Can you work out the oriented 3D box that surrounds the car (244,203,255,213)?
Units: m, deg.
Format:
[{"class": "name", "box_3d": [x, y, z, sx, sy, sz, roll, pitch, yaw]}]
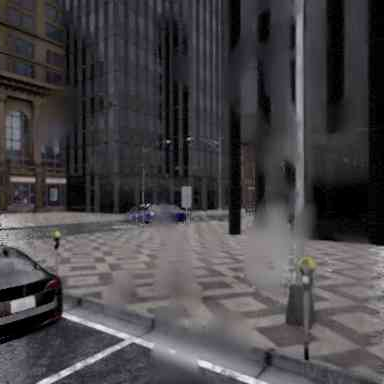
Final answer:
[{"class": "car", "box_3d": [9.600, 2.364, 49.929, 1.837, 1.490, 4.892, 0, -2, 36]}]

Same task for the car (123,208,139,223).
[{"class": "car", "box_3d": [-4.212, 2.041, 30.742, 1.812, 1.442, 4.674, 0, -1, 36]}]

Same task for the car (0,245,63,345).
[{"class": "car", "box_3d": [-4.039, 1.612, 5.842, 4.313, 1.339, 1.947, 0, 0, 36]}]

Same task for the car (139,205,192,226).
[{"class": "car", "box_3d": [-1.955, 1.850, 28.416, 2.097, 1.767, 4.553, 0, -1, 36]}]
